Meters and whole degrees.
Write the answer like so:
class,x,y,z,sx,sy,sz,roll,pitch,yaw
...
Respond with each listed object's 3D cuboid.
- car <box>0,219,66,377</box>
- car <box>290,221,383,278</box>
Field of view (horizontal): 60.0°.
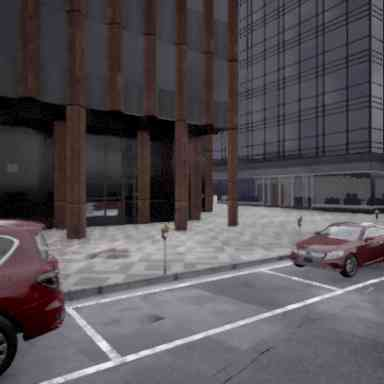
class,x,y,z,sx,sy,sz,roll,pitch,yaw
car,-4.060,1.316,3.754,5.009,1.841,2.192,0,0,-35
car,4.796,1.570,10.067,4.206,1.307,1.802,0,0,-35
